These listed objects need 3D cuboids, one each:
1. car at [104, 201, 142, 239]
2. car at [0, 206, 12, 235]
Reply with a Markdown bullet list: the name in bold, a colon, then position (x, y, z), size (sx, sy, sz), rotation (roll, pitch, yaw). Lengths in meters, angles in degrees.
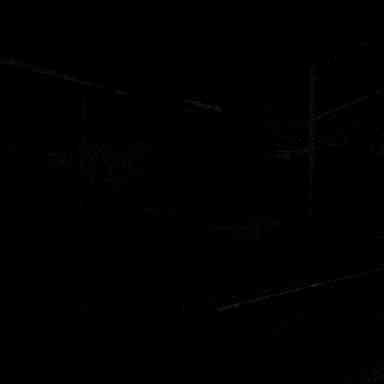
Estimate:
- **car**: position (-4.377, 1.448, 18.316), size (1.905, 1.878, 3.866), rotation (1, 0, -35)
- **car**: position (-11.506, 1.523, 18.582), size (2.242, 1.667, 4.611), rotation (1, 0, -35)
